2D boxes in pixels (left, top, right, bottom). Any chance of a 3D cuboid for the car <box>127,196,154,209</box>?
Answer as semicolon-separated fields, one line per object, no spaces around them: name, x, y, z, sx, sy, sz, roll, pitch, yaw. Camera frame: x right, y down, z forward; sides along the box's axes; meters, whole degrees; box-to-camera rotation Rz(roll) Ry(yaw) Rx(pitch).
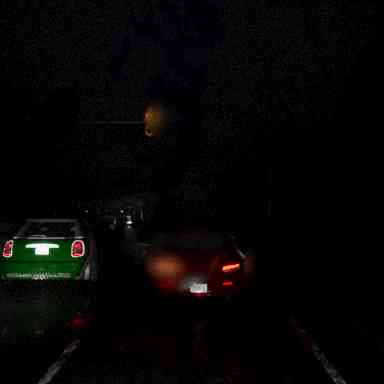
car;-6.804;1.491;44.114;2.128;1.511;4.902;0;0;0

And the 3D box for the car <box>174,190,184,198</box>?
car;-2.942;0.510;76.509;2.128;1.511;4.902;0;3;0

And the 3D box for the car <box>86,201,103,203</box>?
car;-10.387;1.601;35.113;1.895;1.301;4.718;0;0;1

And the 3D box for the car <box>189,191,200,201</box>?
car;0.578;0.845;66.640;2.097;1.767;4.553;0;3;0

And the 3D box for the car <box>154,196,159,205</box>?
car;-6.688;1.414;57.045;1.837;1.490;4.892;0;1;0

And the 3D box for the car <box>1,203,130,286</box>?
car;-3.361;1.352;9.611;2.097;1.767;4.553;0;0;0

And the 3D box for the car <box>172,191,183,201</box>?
car;-2.924;0.985;66.399;1.882;1.535;5.008;0;3;1

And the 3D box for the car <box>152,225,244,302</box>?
car;0.131;1.526;8.145;1.812;1.442;4.674;0;0;0

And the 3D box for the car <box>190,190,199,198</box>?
car;0.561;0.473;76.719;1.837;1.490;4.892;0;3;0

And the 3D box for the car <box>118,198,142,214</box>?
car;-6.879;1.601;34.953;1.895;1.301;4.718;0;0;0
